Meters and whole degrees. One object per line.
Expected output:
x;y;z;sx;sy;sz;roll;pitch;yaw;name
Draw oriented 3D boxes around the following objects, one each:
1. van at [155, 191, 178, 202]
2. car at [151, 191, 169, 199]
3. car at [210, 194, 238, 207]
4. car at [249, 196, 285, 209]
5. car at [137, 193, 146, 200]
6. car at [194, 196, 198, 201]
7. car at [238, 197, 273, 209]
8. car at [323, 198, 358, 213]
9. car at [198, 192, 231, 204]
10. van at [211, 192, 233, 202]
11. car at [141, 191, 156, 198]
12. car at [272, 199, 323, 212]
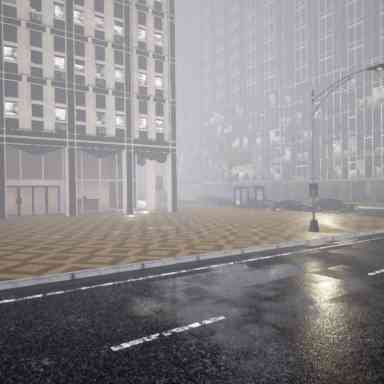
-4.790;0.936;59.093;1.690;1.788;3.998;0;1;-35;van
-7.556;0.614;77.888;2.192;1.841;5.009;0;1;-35;car
4.833;1.319;45.023;1.947;1.339;4.313;0;1;-35;car
9.578;1.316;42.773;1.994;1.385;4.181;-1;1;-35;car
-11.236;1.039;68.459;2.008;1.369;4.403;0;1;-35;car
2.113;1.043;63.846;1.802;1.307;4.206;0;1;-35;car
8.008;1.388;40.309;1.802;1.307;4.206;0;1;-35;car
14.976;1.364;34.936;1.812;1.442;4.674;-1;1;-34;car
3.688;1.205;51.348;2.033;1.411;5.357;-1;1;-34;car
5.335;0.855;59.162;1.690;1.788;3.998;0;1;-35;van
-10.779;0.685;82.571;1.967;1.590;4.097;0;1;-35;car
11.217;1.423;35.615;1.947;1.339;4.313;0;1;-35;car
